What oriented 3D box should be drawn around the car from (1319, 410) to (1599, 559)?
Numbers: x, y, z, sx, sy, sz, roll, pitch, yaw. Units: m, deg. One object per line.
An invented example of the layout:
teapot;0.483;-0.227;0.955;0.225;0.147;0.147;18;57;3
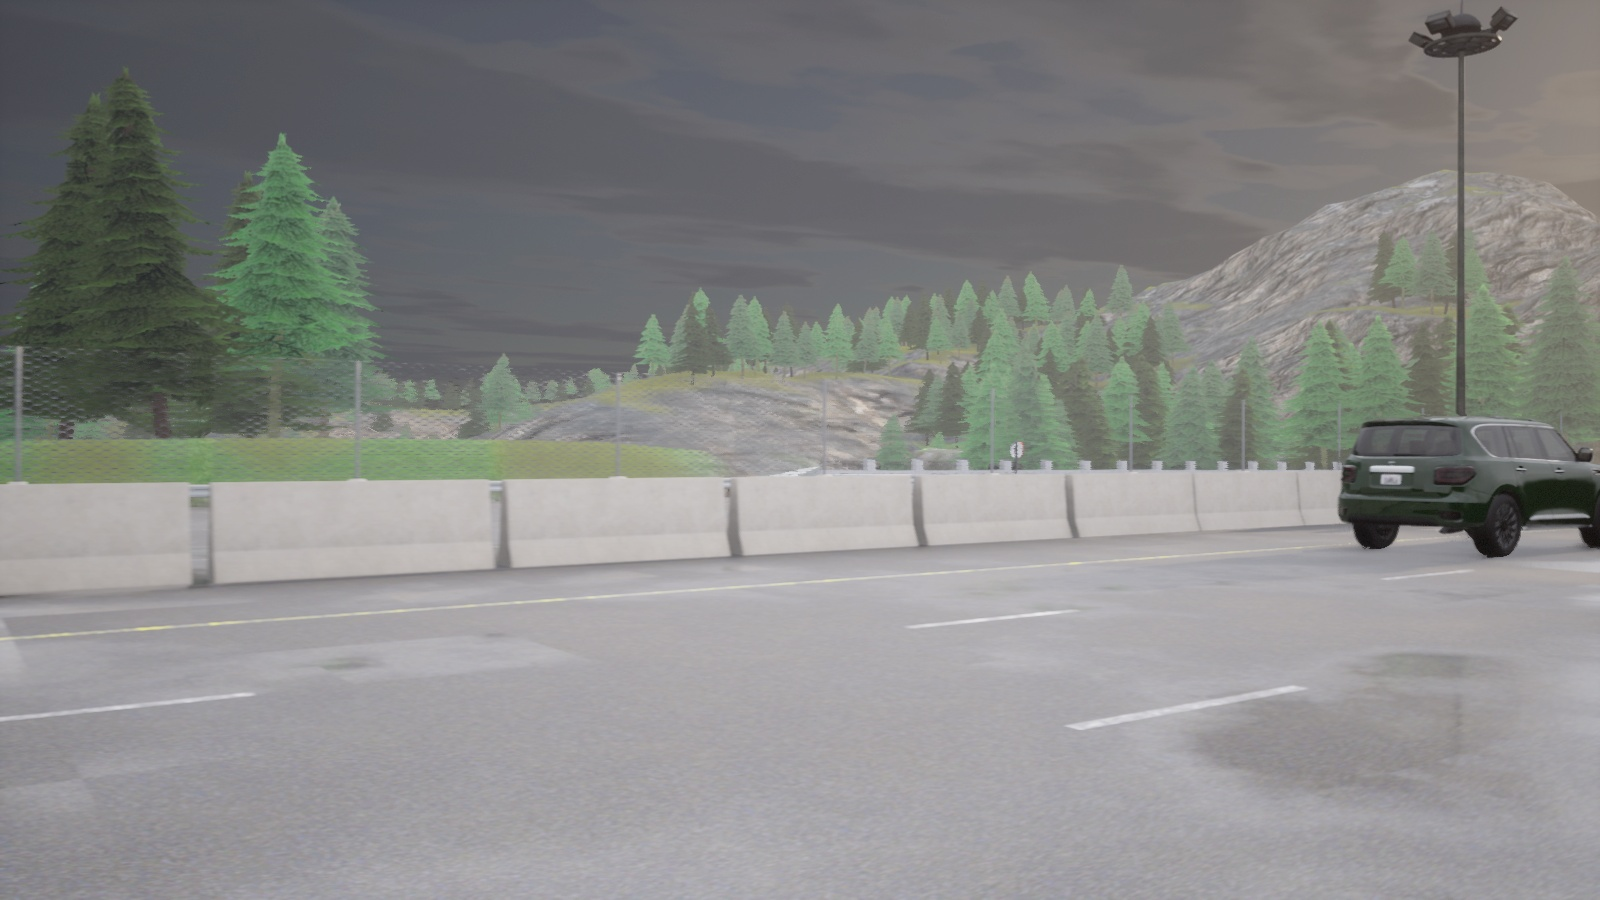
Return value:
car;10.745;0.477;19.669;5.566;2.045;2.150;0;0;-35
